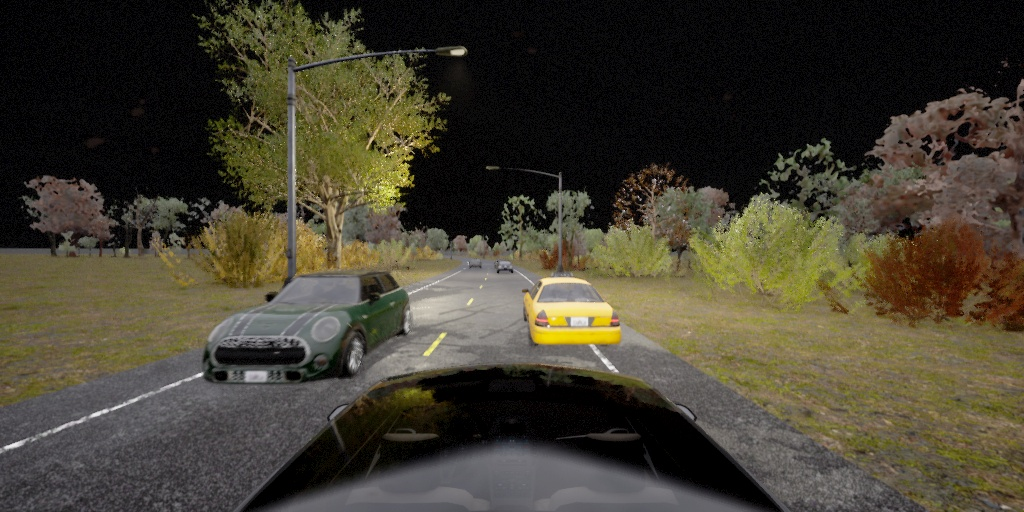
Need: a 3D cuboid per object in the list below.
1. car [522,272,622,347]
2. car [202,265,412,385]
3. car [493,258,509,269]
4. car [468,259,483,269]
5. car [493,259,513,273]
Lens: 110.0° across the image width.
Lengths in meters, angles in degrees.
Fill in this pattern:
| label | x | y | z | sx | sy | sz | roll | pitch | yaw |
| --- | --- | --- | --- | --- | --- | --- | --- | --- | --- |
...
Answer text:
| label | x | y | z | sx | sy | sz | roll | pitch | yaw |
| --- | --- | --- | --- | --- | --- | --- | --- | --- | --- |
| car | 1.245 | 1.197 | 9.246 | 1.801 | 1.575 | 5.366 | 0 | 0 | 0 |
| car | -3.601 | 1.097 | 7.281 | 2.097 | 1.767 | 4.553 | 0 | 0 | 0 |
| car | -1.717 | 1.121 | 53.190 | 2.128 | 1.511 | 4.902 | 0 | 0 | -4 |
| car | -5.271 | 1.142 | 51.799 | 1.837 | 1.490 | 4.892 | 0 | 0 | -4 |
| car | -0.902 | 1.214 | 41.495 | 2.033 | 1.411 | 5.357 | 0 | 0 | -4 |
